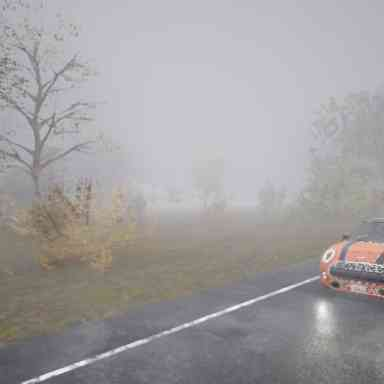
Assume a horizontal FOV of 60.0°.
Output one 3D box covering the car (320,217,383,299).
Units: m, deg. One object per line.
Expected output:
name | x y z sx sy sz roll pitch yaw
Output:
car | 5.171 1.453 8.576 4.553 1.767 2.097 0 -2 -42
